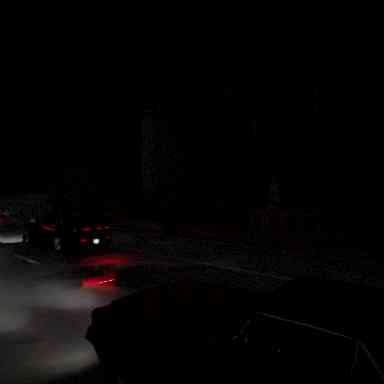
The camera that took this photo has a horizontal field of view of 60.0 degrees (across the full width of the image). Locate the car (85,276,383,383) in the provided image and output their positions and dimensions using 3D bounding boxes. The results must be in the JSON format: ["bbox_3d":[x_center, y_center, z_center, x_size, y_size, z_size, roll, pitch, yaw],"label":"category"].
[{"bbox_3d":[1.049,1.602,3.365,4.718,1.301,1.895,1,0,36],"label":"car"}]

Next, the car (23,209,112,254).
[{"bbox_3d":[-5.062,1.430,13.213,4.892,1.490,1.837,1,1,44],"label":"car"}]
